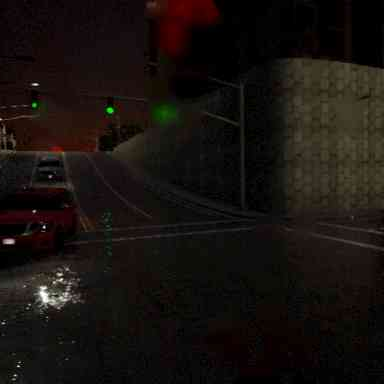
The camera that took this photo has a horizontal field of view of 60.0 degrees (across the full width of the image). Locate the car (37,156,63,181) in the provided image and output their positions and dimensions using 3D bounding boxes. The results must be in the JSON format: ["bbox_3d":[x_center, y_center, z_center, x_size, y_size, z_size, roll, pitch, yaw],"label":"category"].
[{"bbox_3d":[-14.817,-2.486,34.785,2.150,2.045,5.566,-2,14,-22],"label":"car"}]

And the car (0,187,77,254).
[{"bbox_3d":[-5.561,0.903,11.918,2.150,2.045,5.566,1,2,-11],"label":"car"}]
